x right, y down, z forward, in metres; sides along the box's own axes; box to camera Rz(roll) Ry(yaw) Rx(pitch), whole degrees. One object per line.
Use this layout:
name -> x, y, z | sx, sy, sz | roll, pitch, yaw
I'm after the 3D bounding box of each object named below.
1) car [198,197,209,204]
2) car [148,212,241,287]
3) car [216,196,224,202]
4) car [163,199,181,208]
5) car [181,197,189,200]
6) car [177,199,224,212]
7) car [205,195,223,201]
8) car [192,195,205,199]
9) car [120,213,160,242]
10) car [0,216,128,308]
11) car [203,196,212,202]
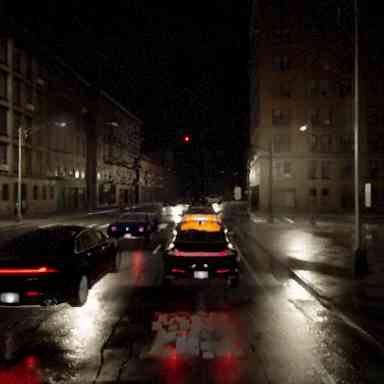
car -> 2.622, 1.903, 76.071 | 2.033, 1.411, 5.357 | 0, 0, 8
car -> 0.231, 1.550, 9.448 | 2.128, 1.511, 4.902 | 0, 0, 1
car -> 7.147, 1.844, 85.145 | 1.812, 1.442, 4.674 | 0, 0, 8
car -> -3.512, 1.813, 54.270 | 1.812, 1.442, 4.674 | 0, 0, 7
car -> -1.554, 1.842, 69.549 | 1.837, 1.490, 4.892 | 0, 0, 8
car -> 0.512, 1.466, 18.565 | 2.097, 1.767, 4.553 | 0, 0, 2
car -> 4.404, 1.546, 65.086 | 2.150, 2.045, 5.566 | 0, 0, 8
car -> 1.258, 1.550, 66.106 | 2.150, 2.045, 5.566 | 0, 0, 8
car -> -2.800, 1.706, 17.173 | 1.895, 1.301, 4.718 | 0, 0, 2
car -> -3.035, 1.554, 8.040 | 1.837, 1.490, 4.892 | 0, 0, 1
car -> 3.927, 1.822, 85.587 | 1.837, 1.490, 4.892 | 0, 0, 8
